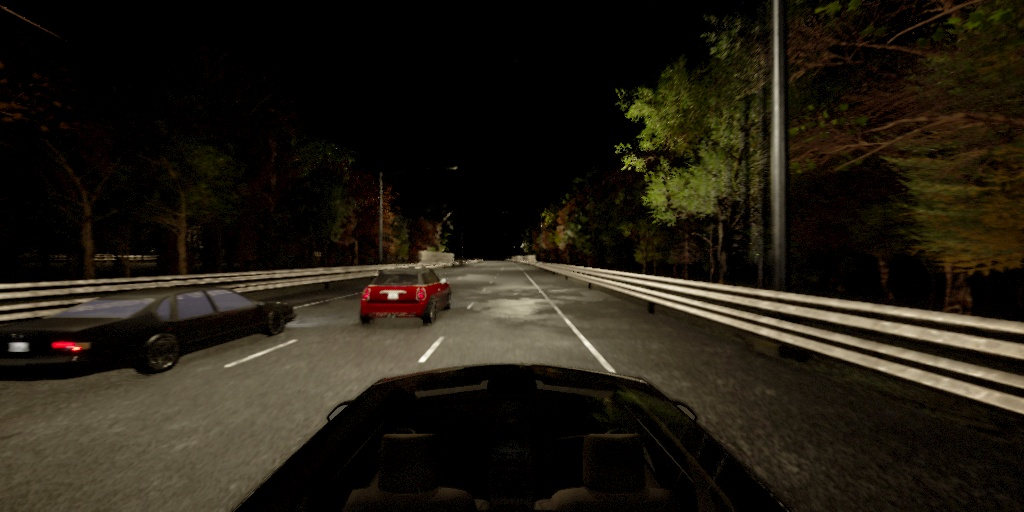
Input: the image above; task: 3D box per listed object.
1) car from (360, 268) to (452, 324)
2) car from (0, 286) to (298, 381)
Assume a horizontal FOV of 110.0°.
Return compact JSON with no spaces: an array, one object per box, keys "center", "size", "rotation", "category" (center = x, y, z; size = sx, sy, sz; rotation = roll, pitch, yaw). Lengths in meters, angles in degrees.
[{"center":[-3.395,1.175,12.360],"size":[2.097,1.767,4.553],"rotation":[0,0,0],"category":"car"},{"center":[-6.897,1.338,7.525],"size":[2.033,1.411,5.357],"rotation":[0,0,0],"category":"car"}]
